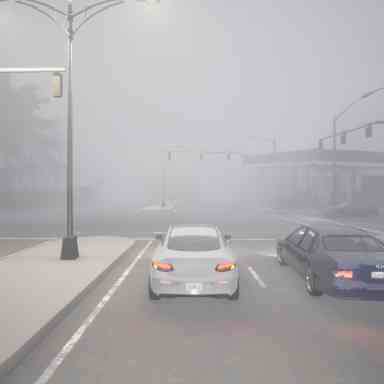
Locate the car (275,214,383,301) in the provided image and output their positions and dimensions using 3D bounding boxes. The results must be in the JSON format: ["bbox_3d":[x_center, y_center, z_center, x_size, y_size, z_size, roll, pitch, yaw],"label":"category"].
[{"bbox_3d":[3.515,1.545,8.524,2.033,1.411,5.357,0,0,3],"label":"car"}]

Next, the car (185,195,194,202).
[{"bbox_3d":[-0.456,1.428,72.835,1.812,1.442,4.674,0,0,0],"label":"car"}]

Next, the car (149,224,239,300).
[{"bbox_3d":[0.036,1.516,8.218,1.812,1.442,4.674,0,0,0],"label":"car"}]

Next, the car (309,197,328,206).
[{"bbox_3d":[18.651,1.433,48.642,1.970,1.475,3.806,0,0,0],"label":"car"}]

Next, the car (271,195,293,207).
[{"bbox_3d":[12.911,1.261,47.843,2.242,1.667,4.611,0,0,0],"label":"car"}]

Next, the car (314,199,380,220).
[{"bbox_3d":[13.077,1.519,27.669,4.674,1.442,1.812,0,0,-1],"label":"car"}]
